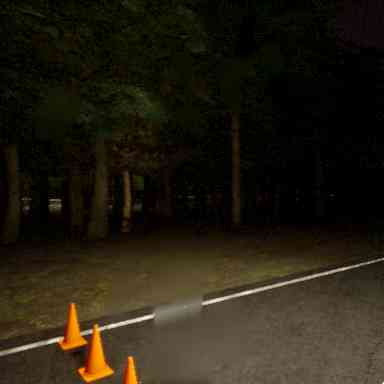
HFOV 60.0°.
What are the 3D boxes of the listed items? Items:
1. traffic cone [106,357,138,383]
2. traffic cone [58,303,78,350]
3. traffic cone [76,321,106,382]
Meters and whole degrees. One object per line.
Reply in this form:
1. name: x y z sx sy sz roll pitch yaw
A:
1. traffic cone: -0.617 1.958 3.345 0.340 0.580 0.340 0 0 -36
2. traffic cone: -1.781 1.960 4.971 0.340 0.580 0.340 0 0 -36
3. traffic cone: -1.199 1.959 4.158 0.340 0.580 0.340 0 0 -36
